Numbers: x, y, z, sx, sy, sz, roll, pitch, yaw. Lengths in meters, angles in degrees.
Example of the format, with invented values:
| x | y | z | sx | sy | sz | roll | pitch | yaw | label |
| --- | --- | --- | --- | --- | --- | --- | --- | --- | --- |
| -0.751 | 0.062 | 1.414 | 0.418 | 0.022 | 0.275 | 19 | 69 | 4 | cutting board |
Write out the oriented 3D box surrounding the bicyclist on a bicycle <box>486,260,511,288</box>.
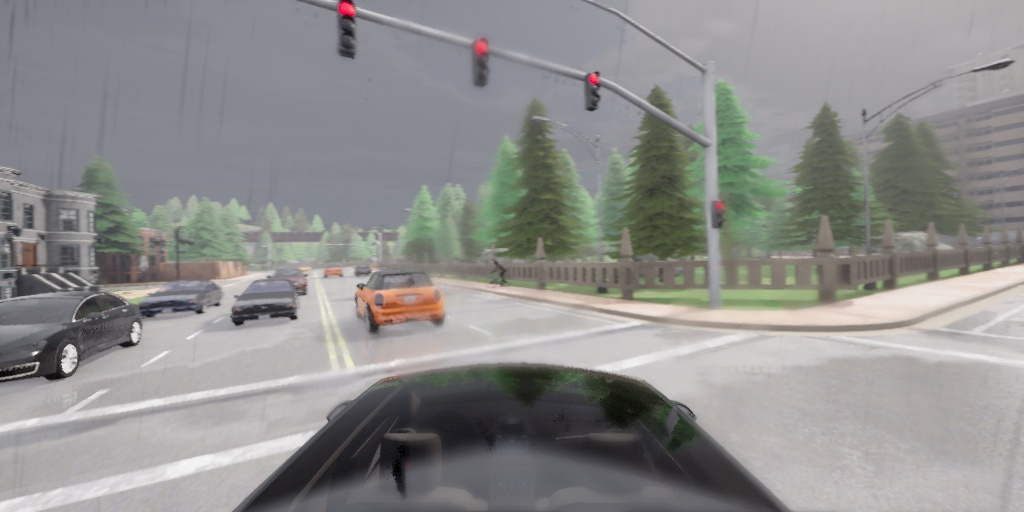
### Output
| x | y | z | sx | sy | sz | roll | pitch | yaw | label |
| --- | --- | --- | --- | --- | --- | --- | --- | --- | --- |
| -0.788 | 1.083 | 21.209 | 1.656 | 1.620 | 0.582 | -2 | 0 | -29 | bicyclist on a bicycle |

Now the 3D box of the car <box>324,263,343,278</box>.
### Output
| x | y | z | sx | sy | sz | roll | pitch | yaw | label |
| --- | --- | --- | --- | --- | --- | --- | --- | --- | --- |
| -23.291 | 1.863 | 46.684 | 2.097 | 1.767 | 4.553 | -2 | 0 | -29 | car |

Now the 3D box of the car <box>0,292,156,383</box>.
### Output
| x | y | z | sx | sy | sz | roll | pitch | yaw | label |
| --- | --- | --- | --- | --- | --- | --- | --- | --- | --- |
| -9.724 | 1.567 | 7.509 | 1.837 | 1.490 | 4.892 | -2 | 0 | -29 | car |

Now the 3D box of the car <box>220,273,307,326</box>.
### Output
| x | y | z | sx | sy | sz | roll | pitch | yaw | label |
| --- | --- | --- | --- | --- | --- | --- | --- | --- | --- |
| -9.162 | 1.595 | 13.702 | 2.033 | 1.411 | 5.357 | -2 | 0 | -29 | car |

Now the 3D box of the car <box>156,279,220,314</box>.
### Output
| x | y | z | sx | sy | sz | roll | pitch | yaw | label |
| --- | --- | --- | --- | --- | --- | --- | --- | --- | --- |
| -14.445 | 1.764 | 16.023 | 2.033 | 1.411 | 5.357 | -2 | 0 | -29 | car |

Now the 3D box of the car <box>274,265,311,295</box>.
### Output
| x | y | z | sx | sy | sz | roll | pitch | yaw | label |
| --- | --- | --- | --- | --- | --- | --- | --- | --- | --- |
| -14.046 | 1.559 | 22.544 | 2.097 | 1.767 | 4.553 | -2 | 0 | -29 | car |

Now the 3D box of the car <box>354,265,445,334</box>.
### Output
| x | y | z | sx | sy | sz | roll | pitch | yaw | label |
| --- | --- | --- | --- | --- | --- | --- | --- | --- | --- |
| -3.782 | 1.226 | 11.601 | 2.097 | 1.767 | 4.553 | -2 | 0 | -29 | car |

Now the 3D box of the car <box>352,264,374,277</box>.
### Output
| x | y | z | sx | sy | sz | roll | pitch | yaw | label |
| --- | --- | --- | --- | --- | --- | --- | --- | --- | --- |
| -19.869 | 1.896 | 47.739 | 2.128 | 1.511 | 4.902 | -2 | 0 | -29 | car |
